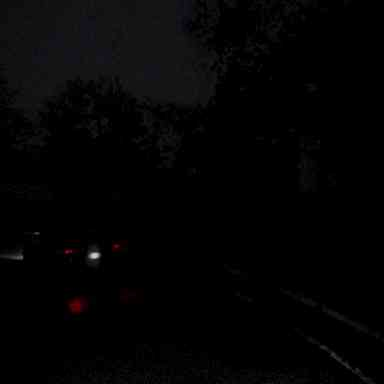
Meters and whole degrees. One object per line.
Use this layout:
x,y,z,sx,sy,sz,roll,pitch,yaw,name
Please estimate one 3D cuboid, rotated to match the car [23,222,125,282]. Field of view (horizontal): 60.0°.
-3.708,1.618,10.173,1.994,1.385,4.181,0,0,-37,car
